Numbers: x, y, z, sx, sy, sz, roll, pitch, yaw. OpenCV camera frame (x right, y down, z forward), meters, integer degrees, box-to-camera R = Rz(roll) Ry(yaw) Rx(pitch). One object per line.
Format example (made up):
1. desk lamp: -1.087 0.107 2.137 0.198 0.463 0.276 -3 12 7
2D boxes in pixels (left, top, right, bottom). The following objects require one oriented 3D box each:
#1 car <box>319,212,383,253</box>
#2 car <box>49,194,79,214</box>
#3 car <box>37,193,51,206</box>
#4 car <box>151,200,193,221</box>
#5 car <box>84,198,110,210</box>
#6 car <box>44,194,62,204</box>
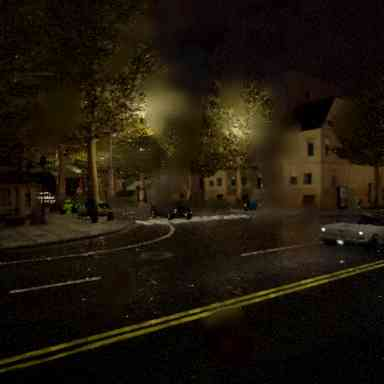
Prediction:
1. car: 7.214 1.503 13.424 4.718 1.301 1.895 -1 0 -35
2. car: -15.097 1.398 39.812 2.231 1.521 4.892 -1 0 -35
3. car: -22.909 1.139 51.882 2.435 2.045 5.566 -1 0 -35
4. car: -1.711 1.399 26.565 1.837 1.490 4.892 0 1 -31
5. car: -11.694 1.439 41.125 2.033 1.411 5.357 0 0 -35
6. car: -25.420 1.237 60.716 2.097 1.767 4.553 -1 0 -35
